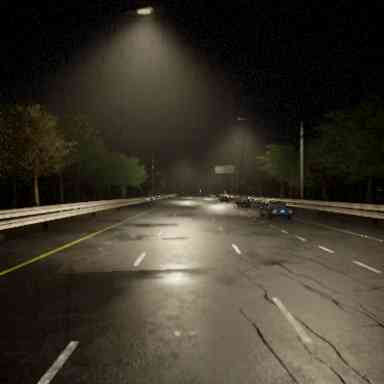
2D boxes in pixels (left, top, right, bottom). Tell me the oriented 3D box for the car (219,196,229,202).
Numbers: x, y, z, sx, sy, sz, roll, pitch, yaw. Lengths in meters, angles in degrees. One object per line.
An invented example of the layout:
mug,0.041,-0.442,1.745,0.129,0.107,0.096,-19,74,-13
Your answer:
car,7.340,1.643,76.906,1.994,1.385,4.181,0,0,0

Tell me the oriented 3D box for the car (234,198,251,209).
car,7.133,1.538,47.315,2.128,1.511,4.902,0,0,0

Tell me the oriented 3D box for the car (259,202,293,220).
car,7.050,1.567,28.287,2.033,1.411,5.357,0,0,0
